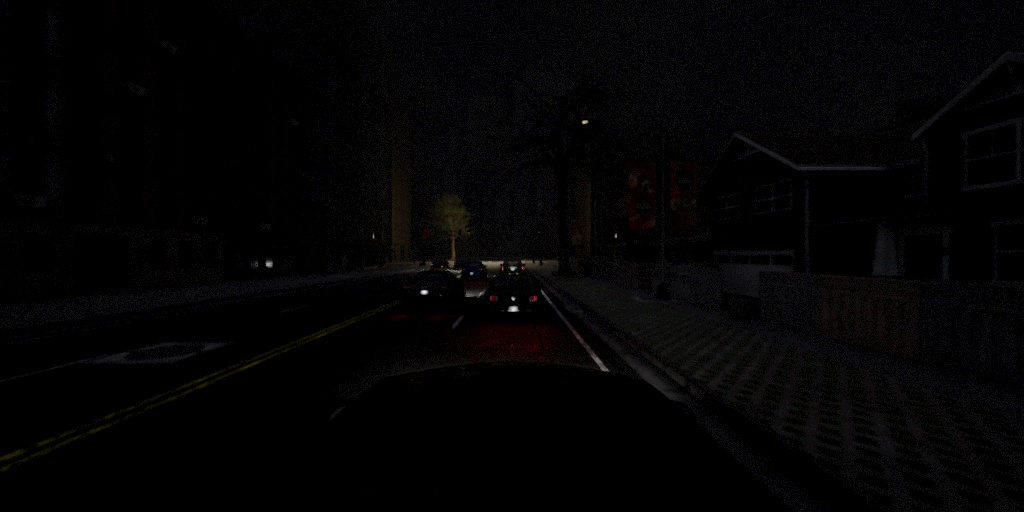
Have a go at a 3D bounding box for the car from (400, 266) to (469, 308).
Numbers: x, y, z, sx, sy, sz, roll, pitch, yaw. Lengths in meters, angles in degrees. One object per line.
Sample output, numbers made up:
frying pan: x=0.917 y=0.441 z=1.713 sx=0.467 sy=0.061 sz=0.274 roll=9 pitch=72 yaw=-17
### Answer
car: x=-3.174 y=1.279 z=15.025 sx=1.994 sy=1.385 sz=4.181 roll=0 pitch=0 yaw=0

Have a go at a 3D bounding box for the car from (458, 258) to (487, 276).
car: x=-3.170 y=1.185 z=30.569 sx=1.812 sy=1.442 sz=4.674 roll=0 pitch=0 yaw=0

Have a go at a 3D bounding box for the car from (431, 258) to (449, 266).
car: x=-9.814 y=1.079 z=49.107 sx=1.837 sy=1.490 sz=4.892 roll=0 pitch=0 yaw=0

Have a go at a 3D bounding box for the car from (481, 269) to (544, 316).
car: x=0.065 y=1.321 z=13.170 sx=1.895 sy=1.301 sz=4.718 roll=0 pitch=0 yaw=0

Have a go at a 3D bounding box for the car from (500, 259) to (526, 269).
car: x=0.073 y=1.015 z=29.260 sx=2.097 sy=1.767 sz=4.553 roll=0 pitch=0 yaw=0

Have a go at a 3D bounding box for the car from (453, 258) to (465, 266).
car: x=-6.572 y=1.058 z=47.636 sx=1.882 sy=1.535 sz=5.008 roll=0 pitch=0 yaw=0
